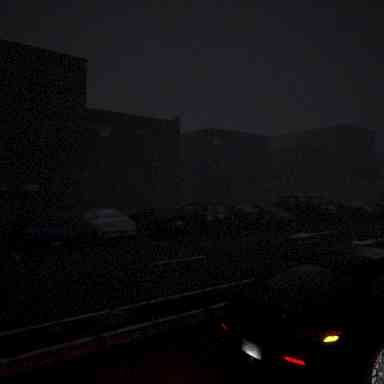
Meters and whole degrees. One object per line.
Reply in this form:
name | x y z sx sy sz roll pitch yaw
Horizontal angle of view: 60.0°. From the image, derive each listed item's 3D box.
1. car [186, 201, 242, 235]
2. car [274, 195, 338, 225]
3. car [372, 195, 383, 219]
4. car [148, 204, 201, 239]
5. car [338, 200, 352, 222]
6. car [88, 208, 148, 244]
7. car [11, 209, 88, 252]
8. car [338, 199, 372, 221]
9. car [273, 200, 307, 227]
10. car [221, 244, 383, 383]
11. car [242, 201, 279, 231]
car | 0.324 1.356 19.022 2.185 1.767 4.553 0 0 -36
car | 7.014 1.249 23.887 2.435 2.045 5.566 0 0 -36
car | 13.737 1.401 28.706 2.185 1.767 4.553 0 0 -36
car | -1.953 1.506 17.466 2.163 1.488 4.792 0 0 -36
car | 9.273 1.548 25.467 2.002 1.452 4.674 0 0 -36
car | -4.206 1.515 15.813 2.002 1.452 4.674 0 0 -36
car | -6.403 1.503 14.207 2.163 1.488 4.792 0 0 -36
car | 11.496 1.547 27.099 2.163 1.488 4.792 0 0 -36
car | 4.804 1.522 22.234 2.163 1.488 4.792 0 0 -36
car | 2.520 1.527 4.930 4.674 1.442 1.812 0 0 -36
car | 2.550 1.486 20.649 2.097 1.535 5.008 0 0 -36
